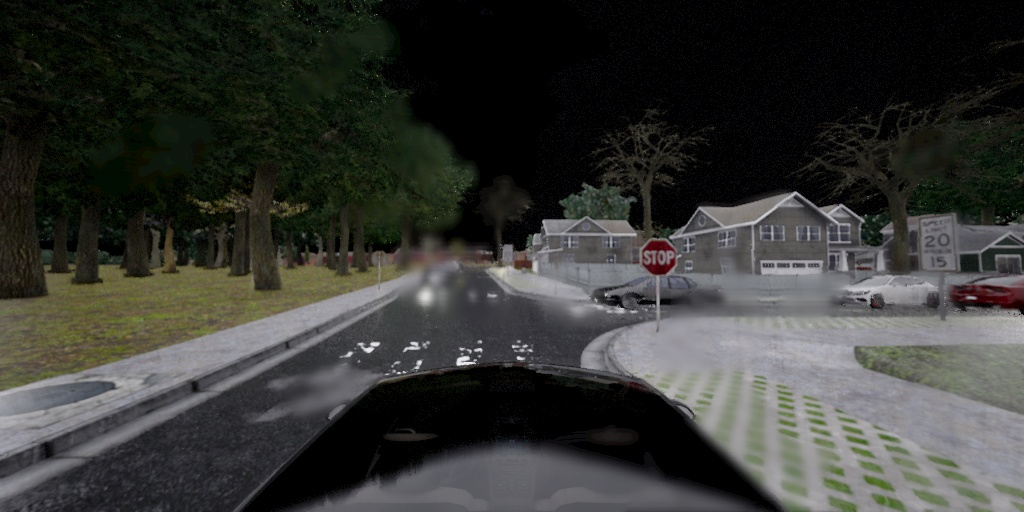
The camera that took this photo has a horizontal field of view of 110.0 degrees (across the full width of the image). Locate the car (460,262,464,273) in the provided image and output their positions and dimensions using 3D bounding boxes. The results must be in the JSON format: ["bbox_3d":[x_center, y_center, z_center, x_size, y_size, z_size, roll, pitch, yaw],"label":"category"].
[{"bbox_3d":[-7.228,1.425,44.148,1.812,1.442,4.674,0,0,-6],"label":"car"}]

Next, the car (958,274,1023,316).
[{"bbox_3d":[19.887,1.474,13.860,5.008,1.535,1.882,1,-3,-6],"label":"car"}]

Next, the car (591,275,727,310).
[{"bbox_3d":[6.213,1.518,15.324,5.357,1.411,2.033,1,-3,-6],"label":"car"}]

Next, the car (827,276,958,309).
[{"bbox_3d":[17.160,1.637,16.498,4.674,1.442,1.812,1,-3,-6],"label":"car"}]

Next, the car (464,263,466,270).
[{"bbox_3d":[-8.315,1.598,56.649,1.895,1.301,4.718,0,-1,-3],"label":"car"}]

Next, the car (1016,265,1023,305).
[{"bbox_3d":[29.003,1.491,17.773,5.566,2.045,2.150,1,-3,-6],"label":"car"}]

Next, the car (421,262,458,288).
[{"bbox_3d":[-5.012,1.314,24.377,2.128,1.511,4.902,0,0,-7],"label":"car"}]

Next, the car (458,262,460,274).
[{"bbox_3d":[-6.123,1.376,34.096,1.812,1.442,4.674,0,0,-7],"label":"car"}]
